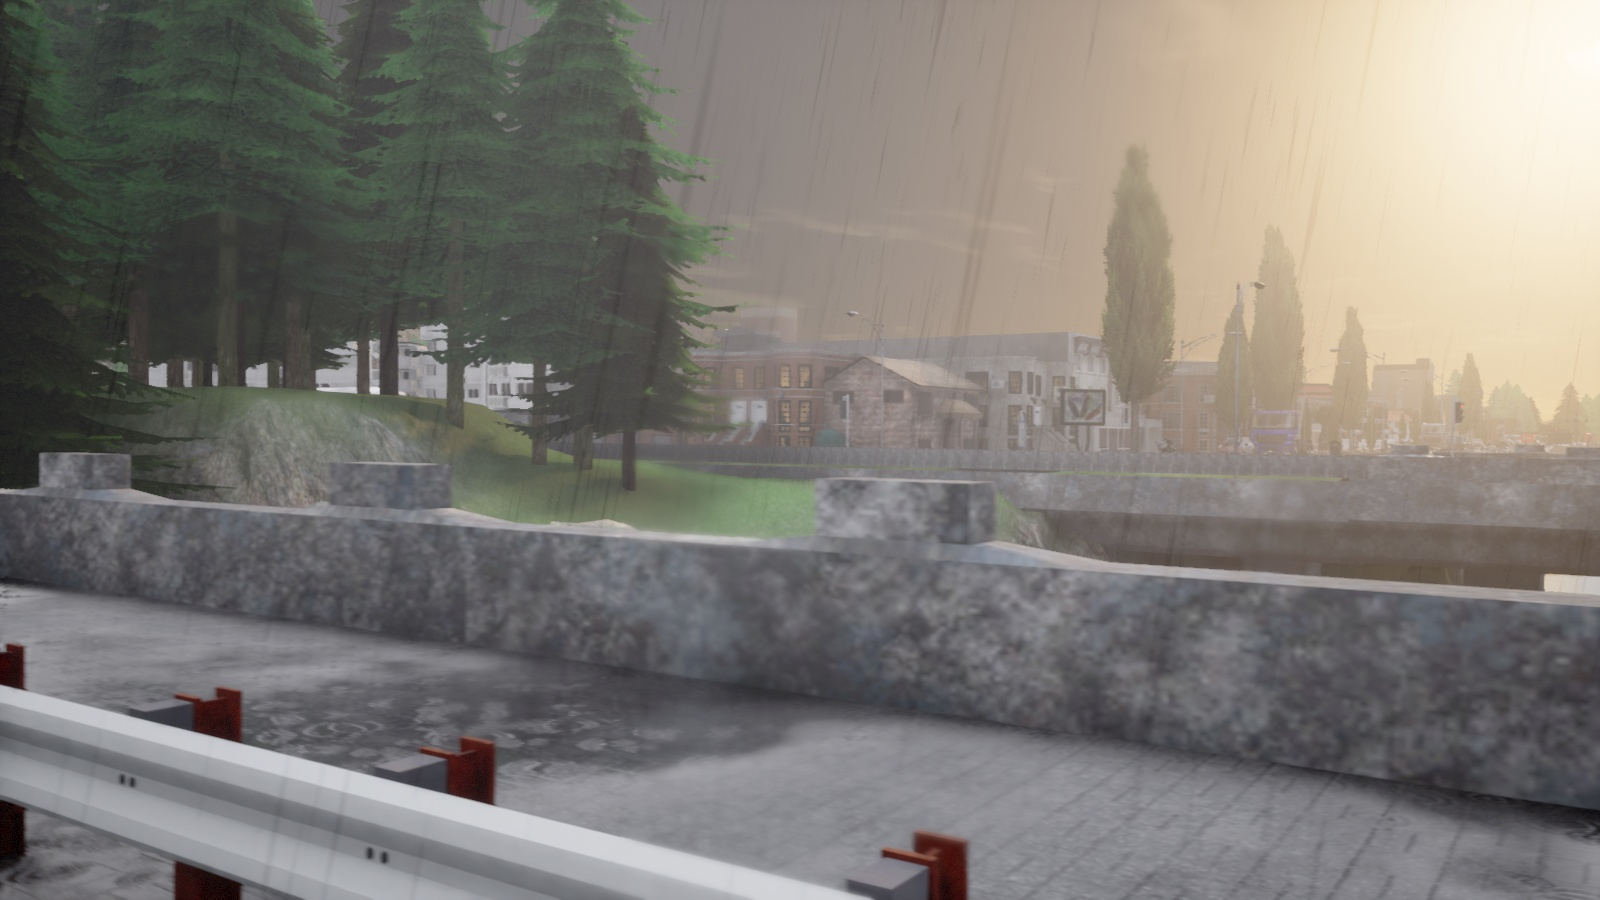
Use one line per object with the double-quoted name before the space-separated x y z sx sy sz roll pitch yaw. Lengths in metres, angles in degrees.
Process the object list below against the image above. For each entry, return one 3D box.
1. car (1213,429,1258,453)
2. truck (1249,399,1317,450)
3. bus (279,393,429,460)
"car" 27.656 -0.592 79.694 1.845 1.501 3.633 0 1 34
"truck" 34.921 -1.801 90.617 2.891 3.462 7.936 0 1 34
"bus" -29.698 -1.515 83.458 10.273 4.253 3.944 0 1 34
